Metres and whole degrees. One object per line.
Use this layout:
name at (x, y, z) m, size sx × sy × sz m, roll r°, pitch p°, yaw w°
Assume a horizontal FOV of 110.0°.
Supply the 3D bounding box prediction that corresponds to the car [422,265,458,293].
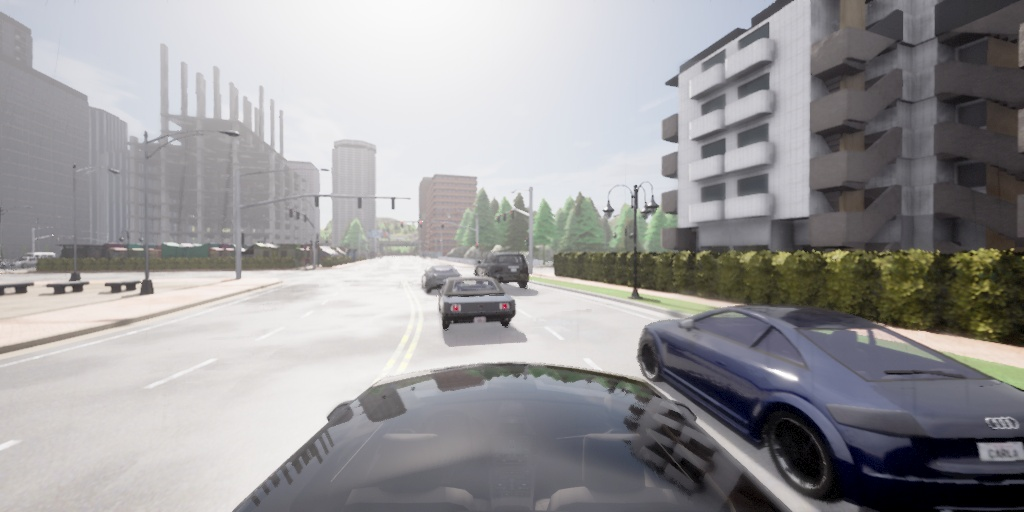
car at (-3.861, 1.186, 19.766) m, size 1.994 × 1.385 × 4.181 m, roll 0°, pitch 0°, yaw -18°

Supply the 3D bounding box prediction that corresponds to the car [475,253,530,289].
car at (-0.730, 0.827, 21.490) m, size 2.150 × 2.045 × 5.566 m, roll 0°, pitch 0°, yaw -18°

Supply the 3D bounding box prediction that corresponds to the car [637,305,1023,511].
car at (3.210, 1.290, 4.452) m, size 1.994 × 1.385 × 4.181 m, roll 0°, pitch 0°, yaw -4°

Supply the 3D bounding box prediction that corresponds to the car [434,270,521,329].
car at (-1.292, 1.284, 11.040) m, size 1.895 × 1.301 × 4.718 m, roll 0°, pitch 0°, yaw -13°
